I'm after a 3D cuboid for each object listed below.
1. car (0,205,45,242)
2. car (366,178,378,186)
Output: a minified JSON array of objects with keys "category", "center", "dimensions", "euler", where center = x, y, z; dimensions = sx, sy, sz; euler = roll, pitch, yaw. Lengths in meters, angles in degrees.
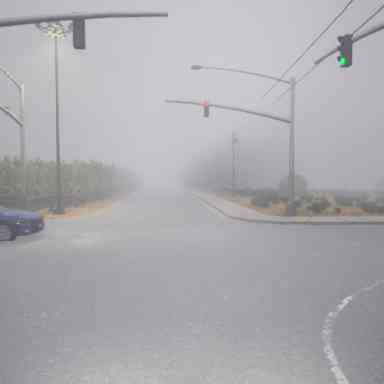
[{"category":"car","center":[-8.391,1.030,12.892],"dimensions":[5.008,1.535,1.882],"euler":[0,2,-1]},{"category":"car","center":[42.112,-2.298,77.575],"dimensions":[1.905,1.878,3.866],"euler":[10,10,41]}]
